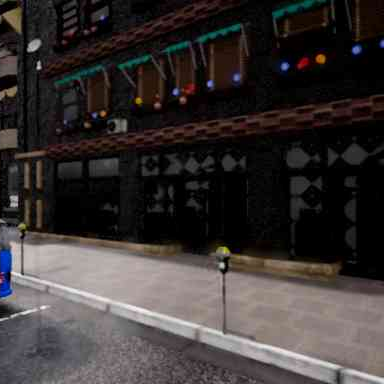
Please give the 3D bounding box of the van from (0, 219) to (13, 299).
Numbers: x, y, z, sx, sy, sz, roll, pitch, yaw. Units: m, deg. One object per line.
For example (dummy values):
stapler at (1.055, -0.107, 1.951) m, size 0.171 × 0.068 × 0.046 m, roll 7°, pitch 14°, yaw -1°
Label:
van at (-5.223, 1.296, 6.617) m, size 3.998 × 1.788 × 1.690 m, roll 0°, pitch -1°, yaw 36°
